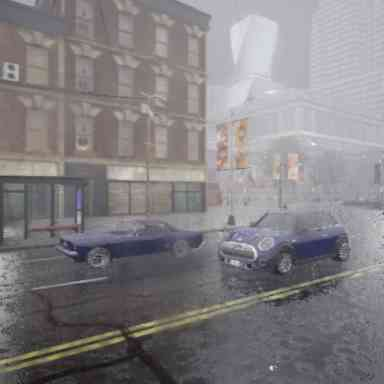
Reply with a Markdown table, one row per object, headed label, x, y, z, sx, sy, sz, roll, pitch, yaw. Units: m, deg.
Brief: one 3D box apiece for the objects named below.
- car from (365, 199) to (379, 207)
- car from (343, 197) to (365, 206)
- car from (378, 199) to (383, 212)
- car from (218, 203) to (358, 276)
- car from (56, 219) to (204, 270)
| label | x | y | z | sx | sy | sz | roll | pitch | yaw |
| --- | --- | --- | --- | --- | --- | --- | --- | --- | --- |
| car | 28.229 | 1.694 | 49.143 | 1.895 | 1.301 | 4.718 | 0 | 0 | -6 |
| car | 26.916 | 1.623 | 54.721 | 2.002 | 1.452 | 4.674 | 0 | 0 | -16 |
| car | 21.773 | 1.637 | 34.898 | 1.994 | 1.385 | 4.181 | 0 | 0 | 8 |
| car | 2.981 | 1.367 | 10.539 | 4.553 | 1.767 | 2.097 | 0 | 0 | -37 |
| car | -1.982 | 1.610 | 11.214 | 4.718 | 1.301 | 1.895 | 0 | 0 | -36 |
